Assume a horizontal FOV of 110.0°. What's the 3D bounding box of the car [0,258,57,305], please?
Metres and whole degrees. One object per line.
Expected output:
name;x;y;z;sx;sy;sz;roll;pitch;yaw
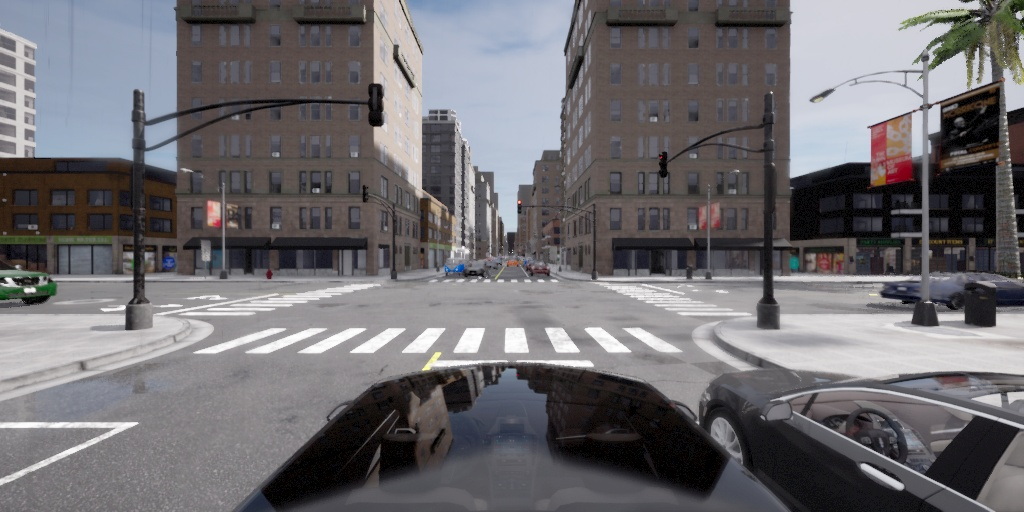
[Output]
car;-21.038;0.943;13.589;5.566;2.045;2.150;0;0;0

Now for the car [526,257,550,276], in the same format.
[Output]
car;2.741;1.190;36.442;1.967;1.591;4.097;0;0;0

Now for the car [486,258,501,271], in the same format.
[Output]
car;-2.989;1.314;49.526;1.994;1.385;4.181;0;0;0

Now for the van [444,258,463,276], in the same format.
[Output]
van;-5.785;1.091;36.461;1.690;1.789;3.998;0;0;0

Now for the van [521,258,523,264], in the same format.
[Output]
van;2.795;1.090;59.119;1.690;1.789;3.998;0;0;0

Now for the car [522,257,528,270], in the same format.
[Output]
car;2.768;1.190;47.781;1.967;1.591;4.097;0;0;0

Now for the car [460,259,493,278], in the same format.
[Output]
car;-3.205;1.254;33.523;1.837;1.490;4.892;0;0;4

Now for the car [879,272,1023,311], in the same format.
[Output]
car;17.703;1.330;13.958;5.357;1.411;2.033;0;0;1

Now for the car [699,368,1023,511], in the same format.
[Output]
car;2.668;1.300;1.793;2.007;1.370;4.403;0;0;0
